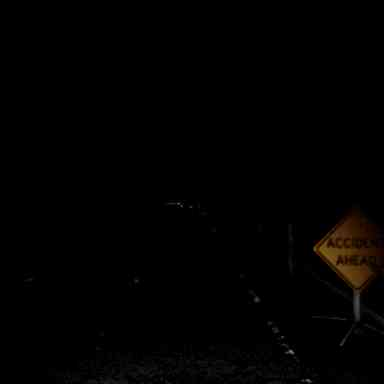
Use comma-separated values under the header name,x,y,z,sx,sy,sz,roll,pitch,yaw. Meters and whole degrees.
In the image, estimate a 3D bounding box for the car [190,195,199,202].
name,x,y,z,sx,sy,sz,roll,pitch,yaw
car,0.568,1.450,74.901,1.812,1.442,4.674,0,0,0

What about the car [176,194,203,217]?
name,x,y,z,sx,sy,sz,roll,pitch,yaw
car,-0.097,1.326,31.152,2.097,1.767,4.553,0,0,0

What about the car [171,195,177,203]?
name,x,y,z,sx,sy,sz,roll,pitch,yaw
car,-3.109,1.406,67.157,1.882,1.535,5.008,0,0,0

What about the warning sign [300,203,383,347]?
name,x,y,z,sx,sy,sz,roll,pitch,yaw
warning sign,2.426,1.109,4.912,1.300,1.860,1.060,0,0,0
